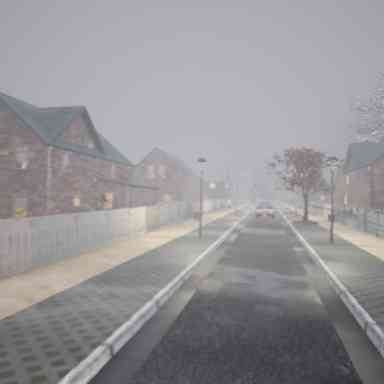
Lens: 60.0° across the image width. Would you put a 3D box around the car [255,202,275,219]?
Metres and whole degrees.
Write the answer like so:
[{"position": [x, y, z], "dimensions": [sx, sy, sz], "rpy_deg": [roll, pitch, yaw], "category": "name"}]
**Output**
[{"position": [7.482, 1.988, 34.048], "dimensions": [1.895, 1.301, 4.718], "rpy_deg": [1, 0, 13], "category": "car"}]
